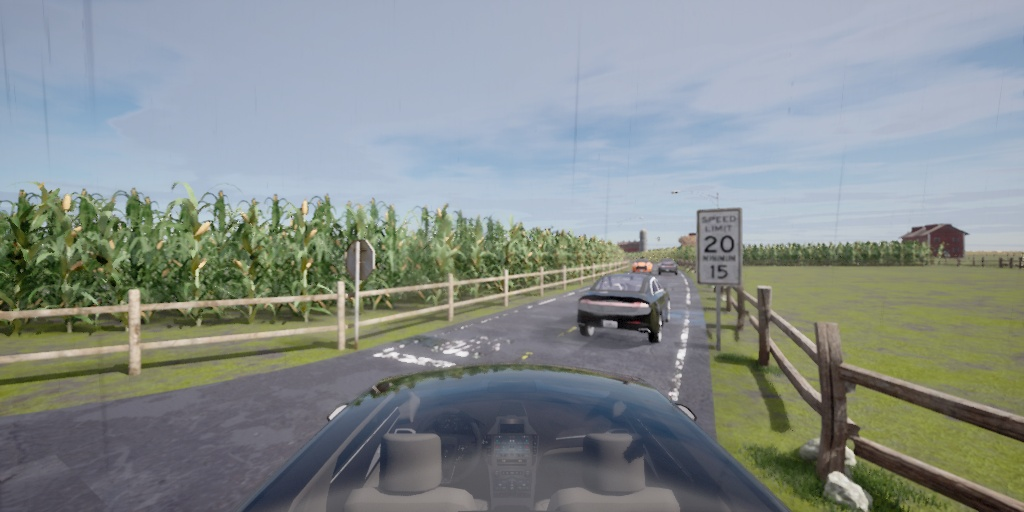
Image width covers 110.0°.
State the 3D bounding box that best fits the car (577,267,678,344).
[{"bbox_3d":[3.206,1.240,9.805,2.128,1.511,4.902,0,0,27],"label":"car"}]

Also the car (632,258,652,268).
[{"bbox_3d":[15.590,1.083,42.892,2.097,1.767,4.553,0,0,23],"label":"car"}]

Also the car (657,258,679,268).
[{"bbox_3d":[16.395,1.229,37.690,2.128,1.511,4.902,0,0,24],"label":"car"}]

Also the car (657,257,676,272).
[{"bbox_3d":[20.308,1.082,47.151,2.097,1.767,4.553,0,0,21],"label":"car"}]
